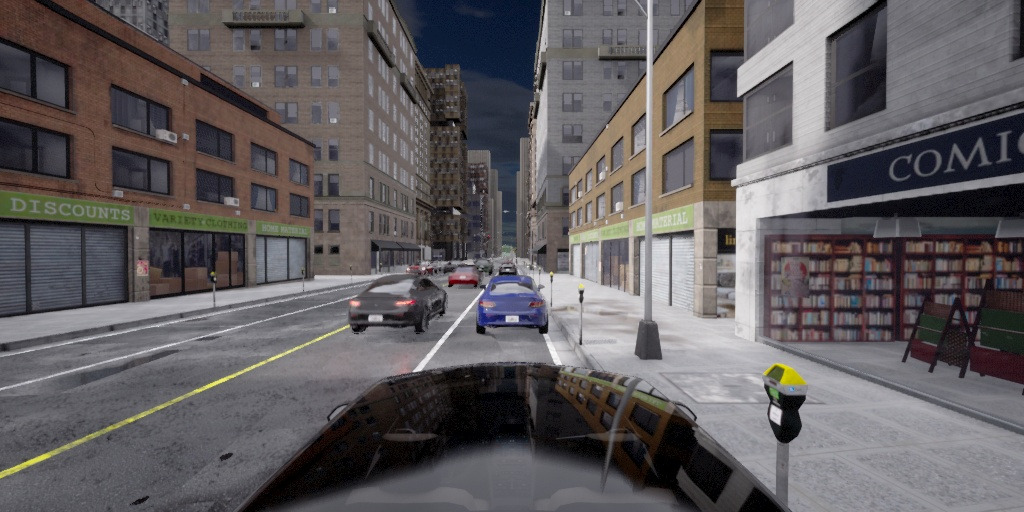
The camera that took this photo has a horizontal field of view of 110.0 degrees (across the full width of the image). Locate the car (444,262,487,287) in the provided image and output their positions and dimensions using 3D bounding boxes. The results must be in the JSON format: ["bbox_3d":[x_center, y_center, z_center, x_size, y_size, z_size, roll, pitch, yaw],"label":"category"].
[{"bbox_3d":[-3.074,1.311,24.472,1.994,1.385,4.181,0,0,0],"label":"car"}]

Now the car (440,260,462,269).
[{"bbox_3d":[-6.224,1.229,39.322,1.882,1.535,5.008,0,0,0],"label":"car"}]

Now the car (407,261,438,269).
[{"bbox_3d":[-8.909,1.189,34.934,1.967,1.591,4.097,0,0,0],"label":"car"}]

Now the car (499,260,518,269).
[{"bbox_3d":[-0.383,1.316,34.934,1.948,1.339,4.313,0,0,0],"label":"car"}]

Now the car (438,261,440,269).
[{"bbox_3d":[-8.909,1.317,40.439,1.948,1.339,4.313,0,0,0],"label":"car"}]

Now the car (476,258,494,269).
[{"bbox_3d":[-3.078,1.103,38.989,2.097,1.767,4.553,0,0,0],"label":"car"}]

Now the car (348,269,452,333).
[{"bbox_3d":[-3.144,1.274,10.565,1.812,1.442,4.674,0,0,0],"label":"car"}]

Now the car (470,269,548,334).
[{"bbox_3d":[0.003,1.274,10.501,1.812,1.442,4.674,0,0,0],"label":"car"}]
